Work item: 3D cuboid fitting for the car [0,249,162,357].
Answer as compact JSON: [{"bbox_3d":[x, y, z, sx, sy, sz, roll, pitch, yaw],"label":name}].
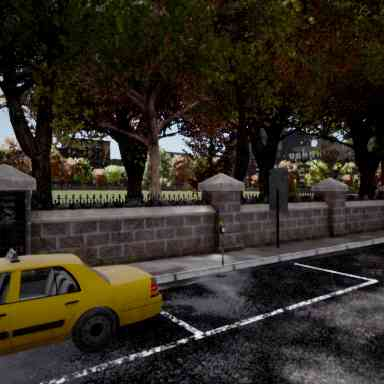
[{"bbox_3d":[-2.768,1.525,4.585,4.829,1.417,1.752,0,0,-35],"label":"car"}]
